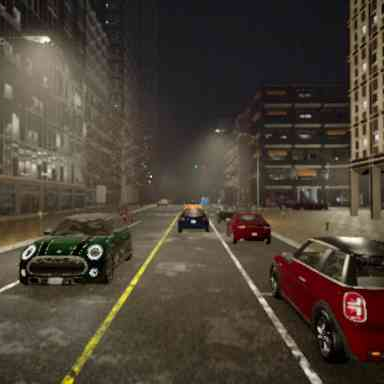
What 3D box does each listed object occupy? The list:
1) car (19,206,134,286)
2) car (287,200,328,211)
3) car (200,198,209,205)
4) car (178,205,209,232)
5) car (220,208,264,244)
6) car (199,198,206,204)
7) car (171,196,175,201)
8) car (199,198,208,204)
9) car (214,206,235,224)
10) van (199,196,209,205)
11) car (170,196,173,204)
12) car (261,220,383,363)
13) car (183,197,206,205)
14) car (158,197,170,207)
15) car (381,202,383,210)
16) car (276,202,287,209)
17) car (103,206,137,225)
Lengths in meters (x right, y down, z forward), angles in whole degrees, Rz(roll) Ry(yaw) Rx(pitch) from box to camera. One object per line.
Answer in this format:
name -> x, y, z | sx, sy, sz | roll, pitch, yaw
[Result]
car -> -3.093, 1.447, 9.803 | 2.097, 1.767, 4.553 | 0, -1, 0
car -> 15.112, 1.804, 42.715 | 4.507, 1.381, 1.887 | 0, -1, 1
car -> 2.804, 2.206, 76.434 | 2.008, 1.369, 4.403 | 1, 0, 0
car -> 0.098, 1.771, 21.935 | 1.994, 1.385, 4.181 | 0, -1, 0
car -> 2.697, 1.704, 16.588 | 1.887, 1.381, 4.507 | 1, -1, 0
car -> 2.715, 2.282, 87.746 | 1.887, 1.381, 4.507 | 1, 0, 0
car -> -5.754, 2.221, 81.952 | 1.752, 1.417, 4.829 | 1, 0, 0
car -> 2.760, 2.263, 82.090 | 1.947, 1.339, 4.313 | 1, 0, 0
car -> 2.808, 1.805, 27.212 | 2.008, 1.369, 4.403 | 1, 0, 0
van -> 2.826, 1.954, 70.776 | 1.690, 1.788, 3.998 | 1, 0, 0
car -> -5.817, 2.163, 70.804 | 2.008, 1.369, 4.403 | 1, 0, 0
car -> 2.699, 1.499, 5.962 | 1.967, 1.590, 4.097 | 1, -1, 0
car -> 0.097, 1.686, 36.467 | 2.097, 1.767, 4.553 | 0, 0, 0
car -> -5.816, 2.098, 65.622 | 1.752, 1.417, 4.829 | 1, 0, 0
car -> 26.205, 1.757, 42.610 | 4.403, 1.369, 2.008 | 0, -1, 1
car -> 15.192, 1.977, 51.093 | 4.403, 1.369, 2.008 | 0, -1, 1
car -> -5.796, 1.836, 27.211 | 1.802, 1.307, 4.206 | 1, -1, 0
